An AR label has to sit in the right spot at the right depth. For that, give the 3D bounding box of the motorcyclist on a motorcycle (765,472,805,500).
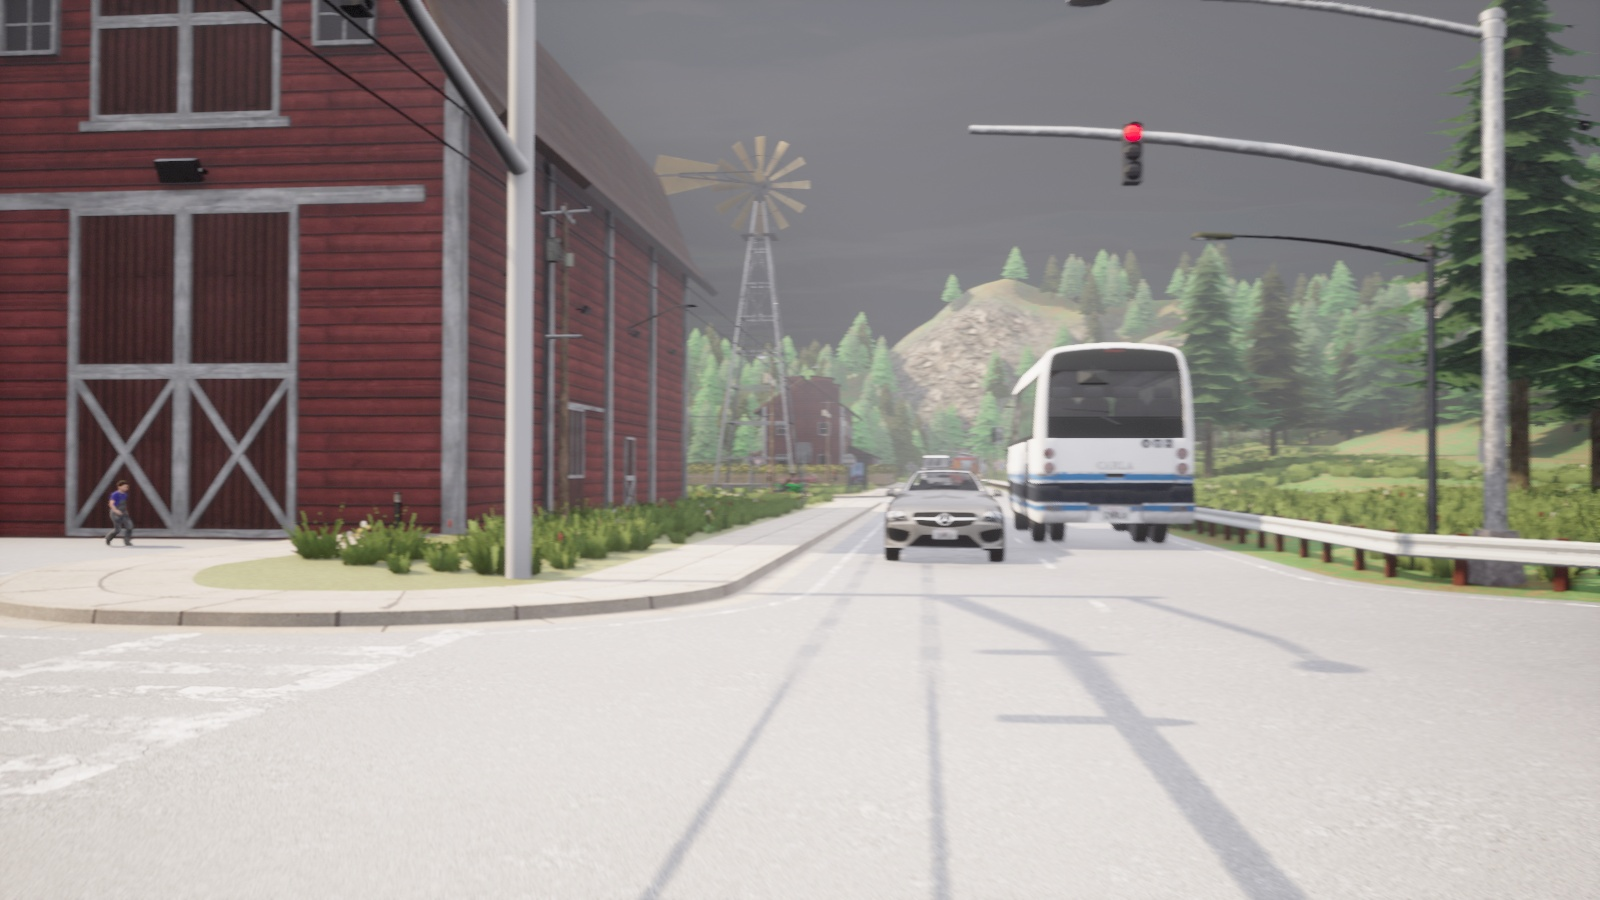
[{"bbox_3d":[-0.830,1.989,68.685,2.044,1.523,0.797,0,-1,9],"label":"motorcyclist on a motorcycle"}]

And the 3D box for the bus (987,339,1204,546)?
[{"bbox_3d":[6.884,-0.058,31.221,3.944,4.253,10.273,0,-1,6],"label":"bus"}]

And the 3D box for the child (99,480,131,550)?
[{"bbox_3d":[-12.524,1.178,22.961,0.437,1.263,0.270,-1,-1,17],"label":"child"}]

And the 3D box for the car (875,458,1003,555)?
[{"bbox_3d":[2.622,0.992,23.905,2.152,1.651,5.027,0,-1,6],"label":"car"}]
